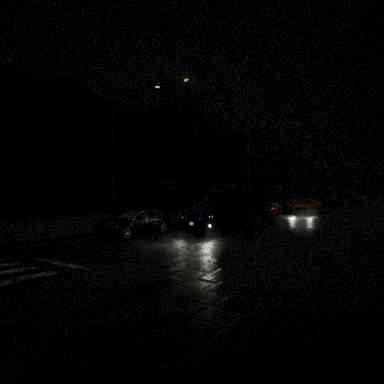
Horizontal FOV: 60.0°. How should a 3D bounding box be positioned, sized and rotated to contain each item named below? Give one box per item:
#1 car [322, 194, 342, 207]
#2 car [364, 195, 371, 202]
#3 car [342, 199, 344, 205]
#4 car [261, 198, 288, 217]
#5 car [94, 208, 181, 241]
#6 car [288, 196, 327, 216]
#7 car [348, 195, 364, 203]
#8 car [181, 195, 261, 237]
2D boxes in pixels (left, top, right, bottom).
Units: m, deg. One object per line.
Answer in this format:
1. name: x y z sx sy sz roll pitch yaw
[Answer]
1. car: 20.056 1.248 49.129 2.192 1.841 5.009 0 0 35
2. car: 39.571 1.484 76.858 1.752 1.417 4.829 0 0 35
3. car: 23.326 1.498 53.774 1.947 1.339 4.313 0 0 35
4. car: 6.980 1.522 30.551 1.802 1.307 4.206 0 0 35
5. car: -2.826 1.516 16.618 2.008 1.369 4.403 0 0 35
6. car: 11.215 1.414 32.138 1.882 1.535 5.008 0 0 35
7. car: 33.132 1.507 67.708 1.947 1.339 4.313 0 0 35
8. car: 1.558 1.177 18.440 2.150 2.045 5.566 0 0 35
